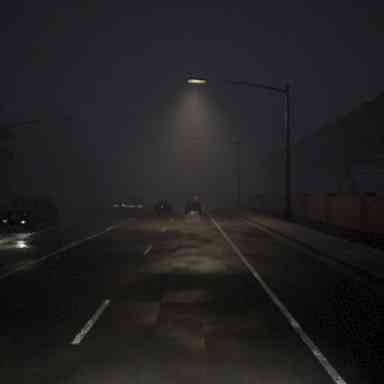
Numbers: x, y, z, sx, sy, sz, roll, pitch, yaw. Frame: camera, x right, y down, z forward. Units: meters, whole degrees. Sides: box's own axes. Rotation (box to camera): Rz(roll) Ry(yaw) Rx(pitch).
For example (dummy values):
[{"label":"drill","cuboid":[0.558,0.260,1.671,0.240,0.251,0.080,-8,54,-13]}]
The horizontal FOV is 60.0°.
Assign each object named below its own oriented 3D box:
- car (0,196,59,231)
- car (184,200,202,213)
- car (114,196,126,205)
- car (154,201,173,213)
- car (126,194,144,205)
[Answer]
[{"label":"car","cuboid":[-10.588,1.300,21.604,2.150,2.045,5.566,0,0,0]},{"label":"car","cuboid":[0.121,1.630,38.603,2.128,1.511,4.902,0,0,0]},{"label":"car","cuboid":[-13.975,1.591,65.765,2.097,1.767,4.553,0,0,0]},{"label":"car","cuboid":[-3.379,1.706,39.528,1.994,1.385,4.181,0,0,0]},{"label":"car","cuboid":[-10.479,1.449,63.091,2.150,2.045,5.566,0,0,0]}]
